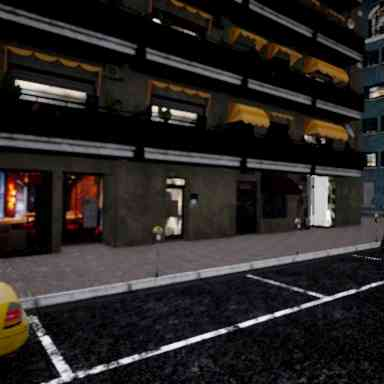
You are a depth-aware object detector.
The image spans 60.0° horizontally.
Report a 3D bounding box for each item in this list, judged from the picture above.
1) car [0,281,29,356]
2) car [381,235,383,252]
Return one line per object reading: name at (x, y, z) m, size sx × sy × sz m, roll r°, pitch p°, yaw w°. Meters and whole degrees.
car at (-4.395, 1.509, 3.415) m, size 4.829 × 1.417 × 1.752 m, roll 1°, pitch 0°, yaw -35°
car at (9.233, 1.718, 13.134) m, size 4.313 × 1.339 × 1.947 m, roll 1°, pitch 0°, yaw -35°
